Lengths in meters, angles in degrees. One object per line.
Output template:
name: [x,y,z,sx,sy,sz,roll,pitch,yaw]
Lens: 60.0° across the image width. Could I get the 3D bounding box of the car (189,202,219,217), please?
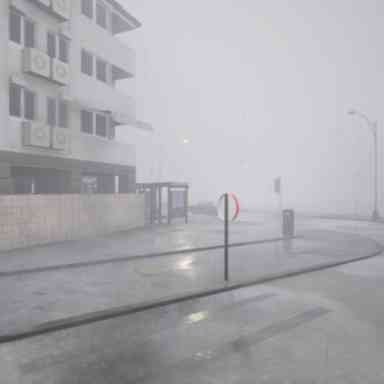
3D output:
car: [1.737,1.579,30.572,1.895,1.301,4.718,0,0,-35]
